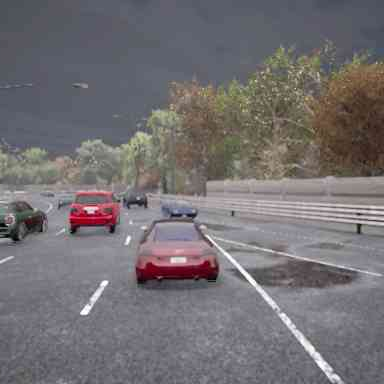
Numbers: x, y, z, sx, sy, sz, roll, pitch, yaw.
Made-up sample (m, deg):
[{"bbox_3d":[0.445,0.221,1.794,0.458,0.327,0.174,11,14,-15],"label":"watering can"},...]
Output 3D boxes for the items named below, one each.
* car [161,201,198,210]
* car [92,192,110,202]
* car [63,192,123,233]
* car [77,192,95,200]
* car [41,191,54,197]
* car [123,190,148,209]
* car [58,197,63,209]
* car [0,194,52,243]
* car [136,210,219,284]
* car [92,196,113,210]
[{"bbox_3d":[-1.044,1.287,24.083,1.895,1.301,4.718,0,1,-14],"label":"car"},{"bbox_3d":[-15.520,0.779,56.532,1.837,1.490,4.892,0,1,-29],"label":"car"},{"bbox_3d":[-5.124,0.989,18.038,2.150,2.045,5.566,0,1,-9],"label":"car"},{"bbox_3d":[-20.831,0.772,65.058,1.895,1.301,4.718,-1,1,-37],"label":"car"},{"bbox_3d":[-36.133,0.503,82.594,4.181,1.385,1.994,1,1,42],"label":"car"},{"bbox_3d":[-6.349,0.748,36.631,2.150,2.045,5.566,0,1,-19],"label":"car"},{"bbox_3d":[-13.713,1.133,36.596,1.895,1.301,4.718,0,1,-20],"label":"car"},{"bbox_3d":[-8.208,1.160,15.050,2.097,1.767,4.553,0,1,-8],"label":"car"},{"bbox_3d":[-0.495,1.442,9.330,1.994,1.385,4.181,0,1,-6],"label":"car"},{"bbox_3d":[-9.864,1.135,36.248,1.895,1.301,4.718,0,1,-19],"label":"car"}]
